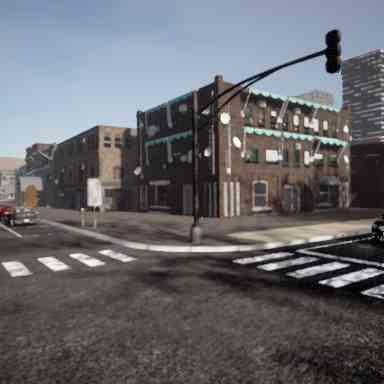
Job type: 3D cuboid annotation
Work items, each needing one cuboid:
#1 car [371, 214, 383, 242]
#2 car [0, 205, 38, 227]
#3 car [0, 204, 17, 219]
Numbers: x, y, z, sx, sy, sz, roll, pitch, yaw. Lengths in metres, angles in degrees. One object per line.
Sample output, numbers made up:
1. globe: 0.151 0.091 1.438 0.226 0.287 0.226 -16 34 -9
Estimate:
1. car: 9.795 1.386 14.657 4.902 1.511 2.128 0 0 -35
2. car: -12.878 1.790 25.131 2.008 1.369 4.403 -2 0 -35
3. car: -19.292 1.947 34.153 1.802 1.307 4.206 -2 0 -35
